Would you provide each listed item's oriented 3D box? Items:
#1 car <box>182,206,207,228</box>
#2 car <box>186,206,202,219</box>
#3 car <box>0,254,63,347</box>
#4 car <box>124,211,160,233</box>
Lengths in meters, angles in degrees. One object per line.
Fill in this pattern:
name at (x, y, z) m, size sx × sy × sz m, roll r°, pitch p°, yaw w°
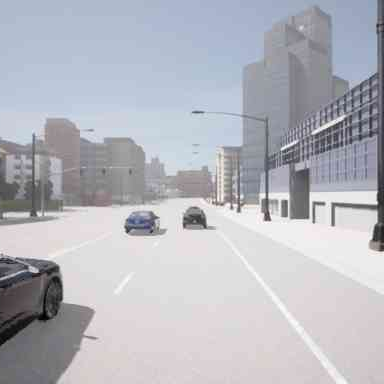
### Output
car at (0.197, 2.083, 26.953) m, size 2.128 × 1.511 × 4.902 m, roll 0°, pitch -2°, yaw 0°
car at (0.236, 2.530, 41.280) m, size 1.837 × 1.490 × 4.892 m, roll 0°, pitch -2°, yaw 0°
car at (-3.380, 1.514, 4.461) m, size 2.128 × 1.511 × 4.902 m, roll 0°, pitch 0°, yaw 0°
car at (-3.322, 1.987, 22.790) m, size 2.033 × 1.411 × 5.357 m, roll 0°, pitch -2°, yaw 0°
